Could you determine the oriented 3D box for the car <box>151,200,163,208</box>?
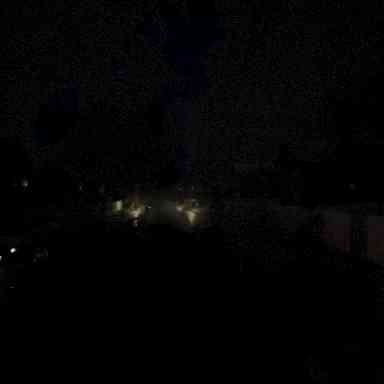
[{"bbox_3d":[-6.744,2.251,63.953,1.994,1.385,4.181,0,-1,-9],"label":"car"}]

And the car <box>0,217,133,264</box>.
[{"bbox_3d":[-4.875,1.745,13.365,2.033,1.411,5.357,-2,1,38],"label":"car"}]

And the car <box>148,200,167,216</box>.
[{"bbox_3d":[-3.999,1.787,38.550,2.097,1.767,4.553,0,-1,-5],"label":"car"}]
